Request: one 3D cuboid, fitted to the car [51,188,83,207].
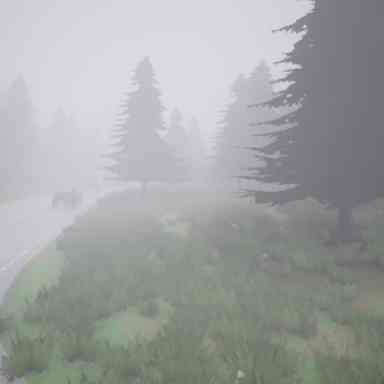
[{"bbox_3d":[-10.646,0.386,28.545,1.837,1.490,4.892,1,4,-9],"label":"car"}]
